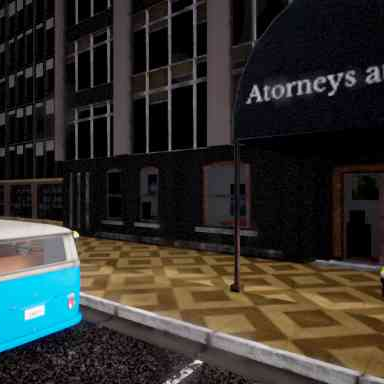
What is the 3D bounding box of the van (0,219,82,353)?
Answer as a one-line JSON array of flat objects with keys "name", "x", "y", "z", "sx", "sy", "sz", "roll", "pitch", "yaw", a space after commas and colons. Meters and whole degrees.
[{"name": "van", "x": -3.561, "y": 1.341, "z": 5.438, "sx": 3.998, "sy": 1.788, "sz": 1.690, "roll": 0, "pitch": 0, "yaw": 36}]
